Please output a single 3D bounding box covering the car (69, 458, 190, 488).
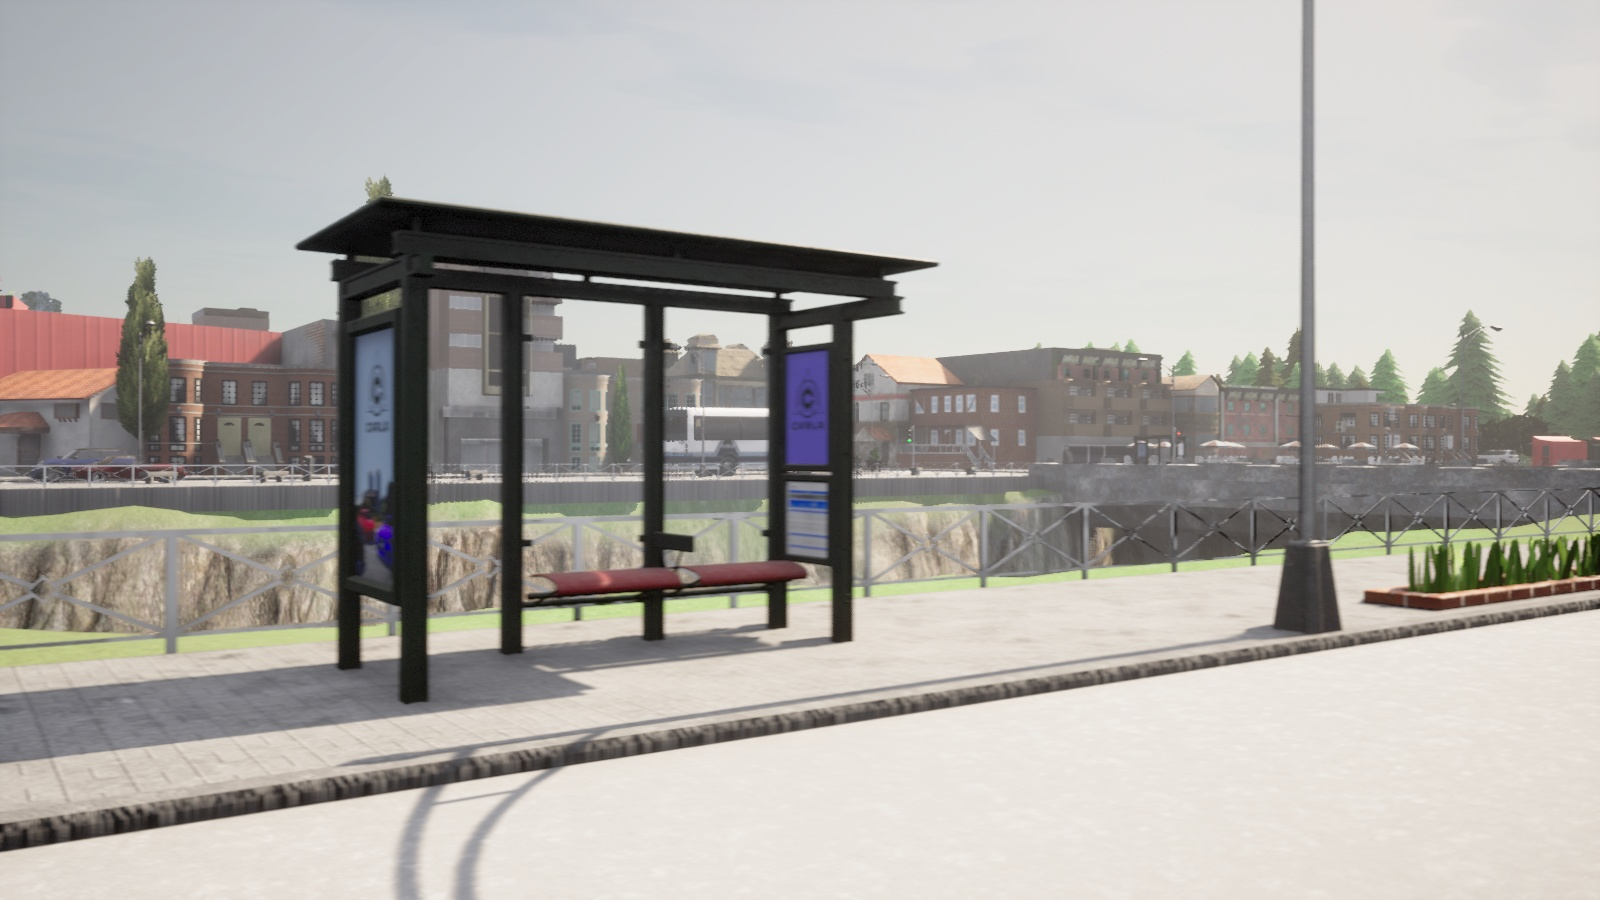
[{"bbox_3d":[-30.906,1.053,57.942,4.718,1.301,1.895,0,0,-35],"label":"car"}]

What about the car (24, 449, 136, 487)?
[{"bbox_3d":[-34.538,0.824,60.239,4.553,1.767,2.097,0,0,-33],"label":"car"}]
